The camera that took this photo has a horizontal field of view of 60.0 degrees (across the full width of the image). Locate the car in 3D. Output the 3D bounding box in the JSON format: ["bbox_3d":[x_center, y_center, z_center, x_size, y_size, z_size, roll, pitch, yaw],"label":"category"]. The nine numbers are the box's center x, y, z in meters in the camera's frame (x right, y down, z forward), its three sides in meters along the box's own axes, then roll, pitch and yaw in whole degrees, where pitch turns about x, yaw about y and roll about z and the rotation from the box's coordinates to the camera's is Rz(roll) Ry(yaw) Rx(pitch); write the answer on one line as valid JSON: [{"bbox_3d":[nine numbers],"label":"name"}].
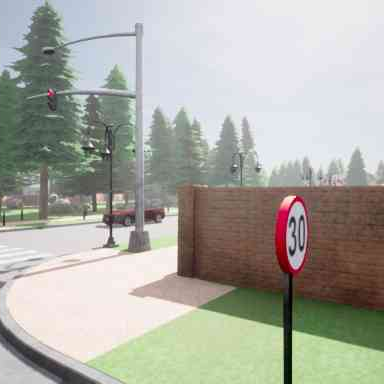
[{"bbox_3d":[-3.943,1.464,23.091,1.882,1.535,5.008,0,0,34],"label":"car"}]
